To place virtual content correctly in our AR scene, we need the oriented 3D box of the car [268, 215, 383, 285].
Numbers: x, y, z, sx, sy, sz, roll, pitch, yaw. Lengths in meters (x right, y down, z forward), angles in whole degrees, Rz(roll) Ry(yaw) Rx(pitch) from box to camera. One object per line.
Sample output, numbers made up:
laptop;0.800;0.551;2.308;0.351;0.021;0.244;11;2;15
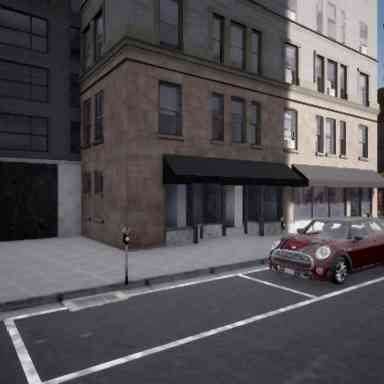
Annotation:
car;4.036;1.440;9.411;4.097;1.590;1.967;0;0;-36
